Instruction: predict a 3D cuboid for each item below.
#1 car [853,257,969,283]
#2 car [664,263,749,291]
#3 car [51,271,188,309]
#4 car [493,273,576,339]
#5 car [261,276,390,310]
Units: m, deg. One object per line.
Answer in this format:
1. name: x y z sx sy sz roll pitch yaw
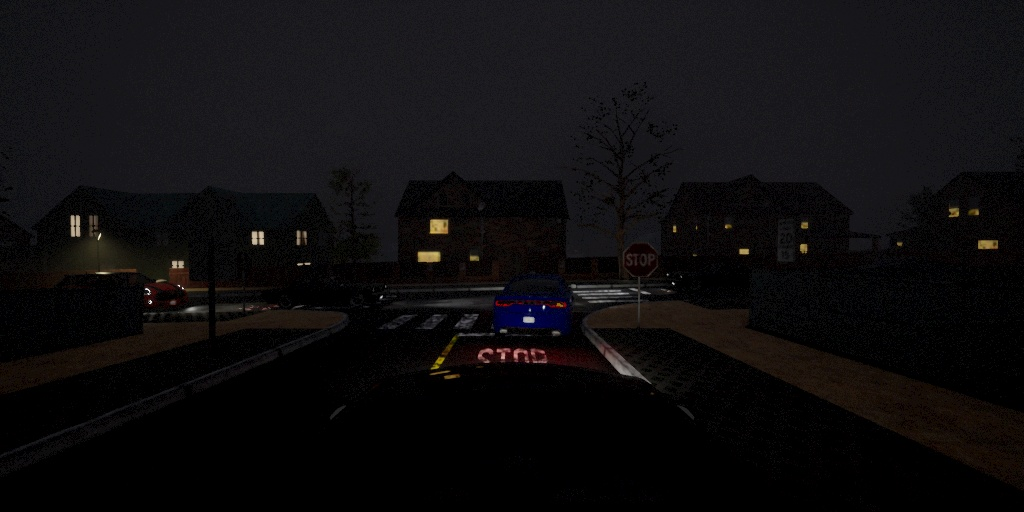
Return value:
1. car: 20.053 0.753 18.357 5.357 1.411 2.033 -1 1 0
2. car: 10.408 1.034 18.319 4.718 1.301 1.895 -1 1 -1
3. car: -16.801 1.471 15.379 4.553 1.767 2.097 -1 1 0
4. car: 0.785 1.226 10.182 1.882 1.535 5.008 0 0 10
5. car: -7.814 1.506 15.388 4.718 1.301 1.895 -1 1 0
